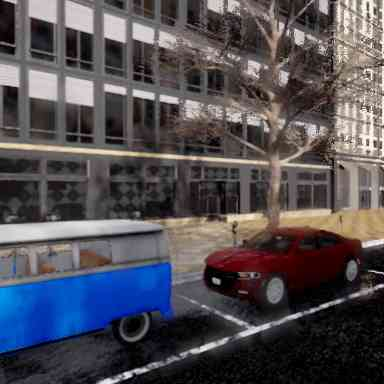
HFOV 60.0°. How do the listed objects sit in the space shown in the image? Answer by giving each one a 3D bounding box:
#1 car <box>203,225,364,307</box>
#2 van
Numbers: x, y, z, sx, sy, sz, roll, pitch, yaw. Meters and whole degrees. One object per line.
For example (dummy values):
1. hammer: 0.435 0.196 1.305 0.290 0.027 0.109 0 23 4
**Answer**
1. car: 2.313 1.525 7.945 4.507 1.381 1.887 0 0 -36
2. van: -2.195 1.339 4.713 3.998 1.788 1.690 0 0 -36
